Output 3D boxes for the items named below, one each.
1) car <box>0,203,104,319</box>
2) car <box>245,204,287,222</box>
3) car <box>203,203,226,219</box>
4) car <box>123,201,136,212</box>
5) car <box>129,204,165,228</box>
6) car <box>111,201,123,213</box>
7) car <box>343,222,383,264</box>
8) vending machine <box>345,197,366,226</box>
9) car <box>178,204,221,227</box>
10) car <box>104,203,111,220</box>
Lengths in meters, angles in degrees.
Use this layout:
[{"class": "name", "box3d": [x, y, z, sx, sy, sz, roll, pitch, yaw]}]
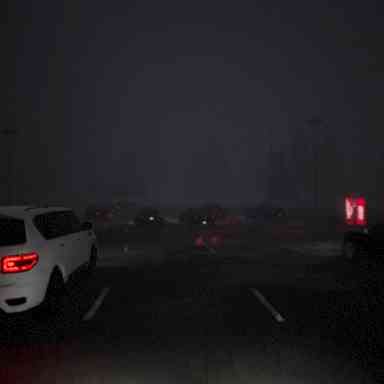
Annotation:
[{"class": "car", "box3d": [-3.696, 1.313, 7.592, 2.150, 2.045, 5.566, 0, -1, -5]}, {"class": "car", "box3d": [6.379, 1.761, 29.333, 1.882, 1.535, 5.008, 0, -1, -17]}, {"class": "car", "box3d": [1.644, 1.826, 32.631, 2.128, 1.511, 4.902, 0, -1, -19]}, {"class": "car", "box3d": [-9.481, 2.036, 47.726, 1.837, 1.490, 4.892, 2, -2, -35]}, {"class": "car", "box3d": [-3.307, 1.835, 24.833, 1.994, 1.385, 4.181, 0, -1, -15]}, {"class": "car", "box3d": [-11.439, 2.109, 44.769, 1.895, 1.301, 4.718, 0, -1, -33]}, {"class": "car", "box3d": [6.533, 1.560, 10.030, 1.882, 1.535, 5.008, 0, -1, -5]}, {"class": "vending machine", "box3d": [11.895, 1.406, 24.206, 1.100, 2.100, 0.880, 0, -1, -13]}, {"class": "car", "box3d": [0.285, 1.863, 25.207, 1.895, 1.301, 4.718, 0, -1, -15]}, {"class": "car", "box3d": [-9.464, 1.852, 32.576, 1.882, 1.535, 5.008, 0, -1, -21]}]
